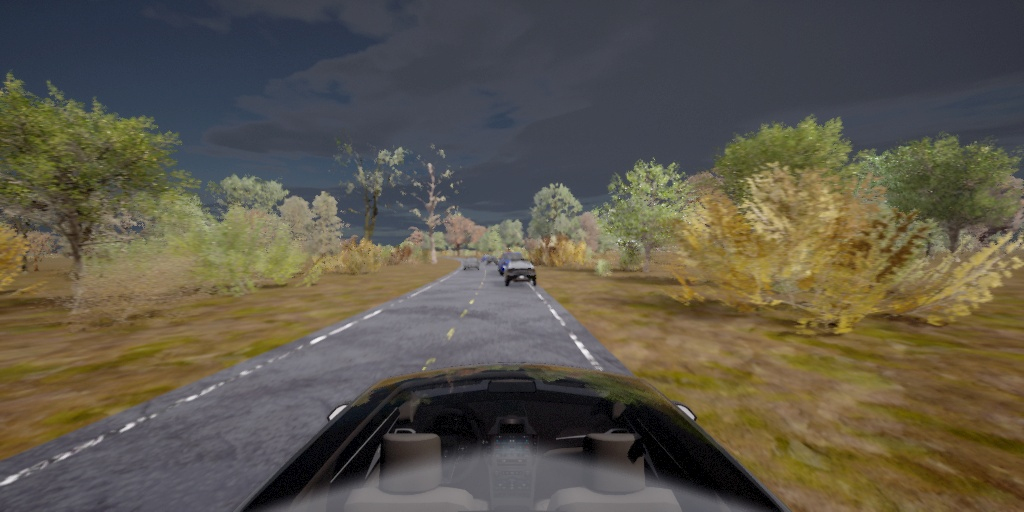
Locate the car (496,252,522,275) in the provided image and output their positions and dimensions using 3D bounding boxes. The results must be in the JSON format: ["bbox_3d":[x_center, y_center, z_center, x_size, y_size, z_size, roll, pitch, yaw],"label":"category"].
[{"bbox_3d":[-0.065,0.689,33.091,2.150,2.045,5.566,0,1,-4],"label":"car"}]

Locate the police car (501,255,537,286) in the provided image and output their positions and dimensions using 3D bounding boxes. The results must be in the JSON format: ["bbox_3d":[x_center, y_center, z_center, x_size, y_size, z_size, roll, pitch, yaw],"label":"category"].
[{"bbox_3d":[0.462,0.978,23.138,1.930,1.638,5.238,0,1,-2],"label":"police car"}]

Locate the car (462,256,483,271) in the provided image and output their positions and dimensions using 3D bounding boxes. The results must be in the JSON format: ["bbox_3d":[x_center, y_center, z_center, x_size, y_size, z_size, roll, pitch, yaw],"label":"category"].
[{"bbox_3d":[-4.674,0.912,41.687,1.837,1.490,4.892,0,1,-4],"label":"car"}]

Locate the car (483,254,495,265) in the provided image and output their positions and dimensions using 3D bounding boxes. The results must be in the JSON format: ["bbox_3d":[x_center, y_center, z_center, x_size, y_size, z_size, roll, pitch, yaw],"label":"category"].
[{"bbox_3d":[-3.290,0.745,59.340,1.837,1.490,4.892,0,0,-7],"label":"car"}]
